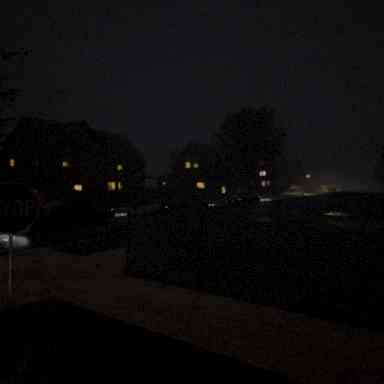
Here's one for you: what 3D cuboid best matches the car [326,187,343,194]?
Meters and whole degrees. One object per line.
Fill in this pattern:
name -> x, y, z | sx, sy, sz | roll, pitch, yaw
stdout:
car -> 22.473, 0.043, 52.421 | 1.837, 1.490, 4.892 | 2, 2, 35

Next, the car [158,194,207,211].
car -> -0.640, 0.850, 25.170 | 1.994, 1.385, 4.181 | 2, 2, 36

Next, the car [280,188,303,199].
car -> 13.494, 0.251, 44.800 | 1.812, 1.442, 4.674 | 2, 2, 36

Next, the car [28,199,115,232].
car -> -6.444, 1.068, 17.018 | 2.033, 1.411, 5.357 | 2, 2, 34

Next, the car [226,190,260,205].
car -> 5.247, 0.554, 33.397 | 1.837, 1.490, 4.892 | 2, 2, 36
